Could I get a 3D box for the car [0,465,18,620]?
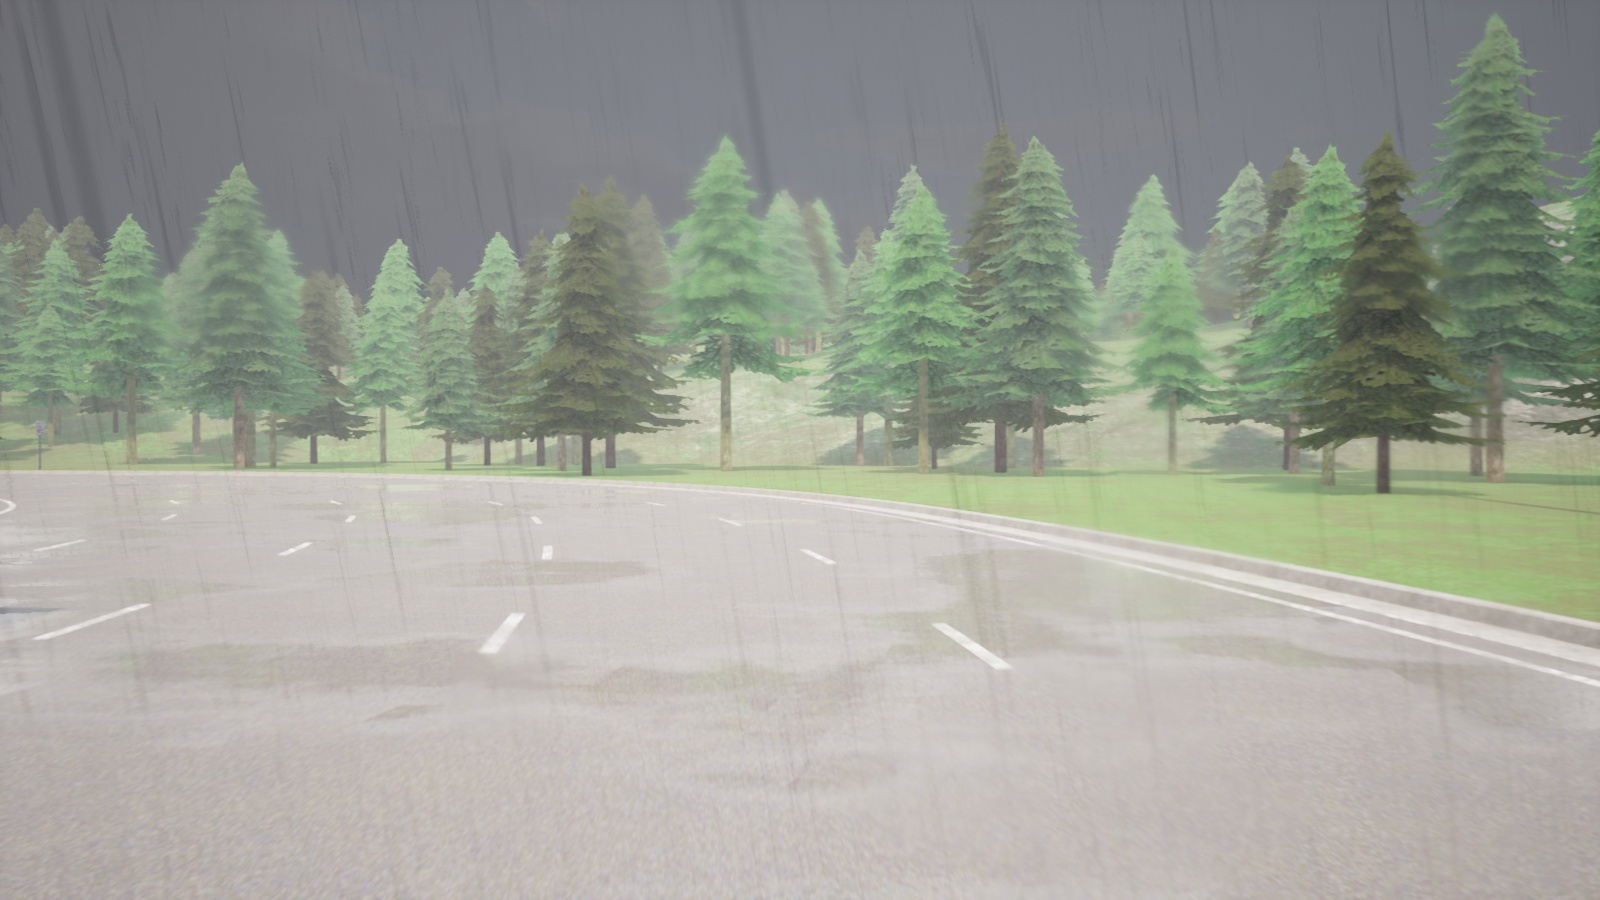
[{"bbox_3d":[-7.484,0.798,8.431,1.895,1.301,4.718,0,0,-6],"label":"car"}]
